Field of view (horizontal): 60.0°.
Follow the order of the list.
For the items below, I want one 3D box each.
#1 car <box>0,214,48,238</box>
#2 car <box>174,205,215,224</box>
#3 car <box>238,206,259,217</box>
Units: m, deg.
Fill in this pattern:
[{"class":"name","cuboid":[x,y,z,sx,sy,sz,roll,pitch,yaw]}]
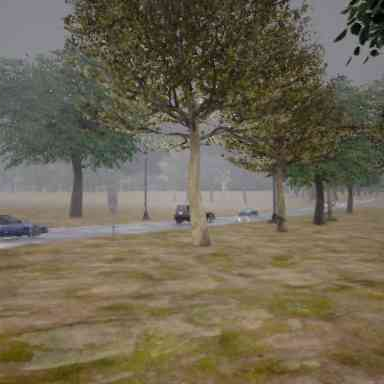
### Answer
[{"class":"car","cuboid":[-10.763,1.928,18.320,2.033,1.411,5.357,-2,-3,33]},{"class":"car","cuboid":[0.325,2.371,35.416,2.150,2.045,5.566,-2,-3,33]},{"class":"car","cuboid":[9.515,3.221,56.001,2.097,1.767,4.553,-2,-2,33]}]
